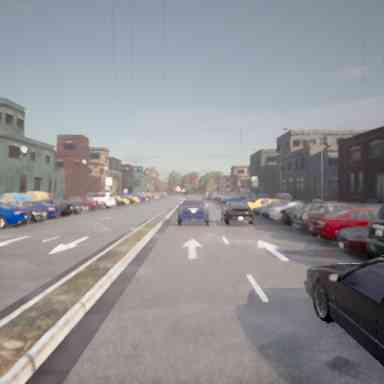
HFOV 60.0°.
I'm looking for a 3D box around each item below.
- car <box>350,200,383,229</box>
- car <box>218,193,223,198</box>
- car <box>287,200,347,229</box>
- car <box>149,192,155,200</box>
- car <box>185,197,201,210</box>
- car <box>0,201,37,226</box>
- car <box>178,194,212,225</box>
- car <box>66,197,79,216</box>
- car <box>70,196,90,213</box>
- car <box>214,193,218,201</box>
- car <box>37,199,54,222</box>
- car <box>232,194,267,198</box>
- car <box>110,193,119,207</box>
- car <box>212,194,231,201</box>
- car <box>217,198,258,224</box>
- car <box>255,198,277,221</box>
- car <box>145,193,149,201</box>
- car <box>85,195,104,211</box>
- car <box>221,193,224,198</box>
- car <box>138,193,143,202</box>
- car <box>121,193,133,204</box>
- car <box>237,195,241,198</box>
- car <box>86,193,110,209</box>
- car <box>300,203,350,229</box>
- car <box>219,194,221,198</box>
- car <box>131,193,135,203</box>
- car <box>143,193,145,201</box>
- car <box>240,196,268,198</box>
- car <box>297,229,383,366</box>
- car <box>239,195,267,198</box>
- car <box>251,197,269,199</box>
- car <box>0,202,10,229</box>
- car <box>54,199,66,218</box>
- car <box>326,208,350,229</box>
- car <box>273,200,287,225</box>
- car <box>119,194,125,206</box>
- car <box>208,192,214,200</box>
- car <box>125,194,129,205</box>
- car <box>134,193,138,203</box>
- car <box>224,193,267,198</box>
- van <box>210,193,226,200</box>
[{"bbox_3d":[7.668,1.184,8.881,5.566,2.045,2.435,0,0,0],"label":"car"},{"bbox_3d":[7.551,1.285,61.273,4.553,1.767,2.185,0,0,0],"label":"car"},{"bbox_3d":[7.608,1.277,17.153,4.553,1.767,2.185,0,0,0],"label":"car"},{"bbox_3d":[-12.689,1.411,84.476,4.892,1.521,2.231,0,0,0],"label":"car"},{"bbox_3d":[0.083,1.367,41.097,1.882,1.535,5.008,0,0,0],"label":"car"},{"bbox_3d":[-12.738,1.399,20.561,5.008,1.535,2.097,0,0,0],"label":"car"},{"bbox_3d":[0.099,1.256,23.526,2.097,1.767,4.553,0,0,0],"label":"car"},{"bbox_3d":[-12.757,1.412,28.774,4.792,1.488,2.163,0,0,0],"label":"car"},{"bbox_3d":[-12.730,1.379,31.553,4.892,1.521,2.231,0,0,0],"label":"car"},{"bbox_3d":[7.548,1.166,64.031,5.566,2.045,2.435,0,0,0],"label":"car"},{"bbox_3d":[-12.744,1.393,23.341,4.892,1.521,2.231,0,0,0],"label":"car"},{"bbox_3d":[7.812,1.365,39.217,5.366,1.575,1.946,0,0,0],"label":"car"},{"bbox_3d":[-12.730,1.120,42.792,5.566,2.045,2.435,0,0,0],"label":"car"},{"bbox_3d":[7.563,1.320,85.971,4.553,1.767,2.185,0,0,0],"label":"car"},{"bbox_3d":[3.098,1.410,23.479,1.837,1.490,4.892,0,0,0],"label":"car"},{"bbox_3d":[7.609,1.410,25.426,4.792,1.488,2.163,0,0,0],"label":"car"},{"bbox_3d":[-12.650,1.149,70.578,5.566,2.045,2.435,0,0,0],"label":"car"},{"bbox_3d":[-12.710,1.413,37.110,4.674,1.452,2.002,0,0,0],"label":"car"},{"bbox_3d":[7.593,1.388,53.000,5.008,1.535,2.097,0,0,0],"label":"car"},{"bbox_3d":[-12.677,1.394,65.019,5.008,1.535,2.097,0,0,0],"label":"car"},{"bbox_3d":[-12.867,1.377,53.910,5.366,1.575,1.946,0,0,0],"label":"car"},{"bbox_3d":[7.661,1.398,36.458,4.792,1.488,2.163,0,0,0],"label":"car"},{"bbox_3d":[-12.740,1.246,39.980,4.553,1.767,2.185,0,0,0],"label":"car"},{"bbox_3d":[7.634,1.412,14.396,5.008,1.535,2.097,0,0,0],"label":"car"},{"bbox_3d":[7.585,1.444,58.645,4.674,1.452,2.002,0,0,0],"label":"car"},{"bbox_3d":[-12.705,1.413,56.688,4.792,1.488,2.163,0,0,0],"label":"car"},{"bbox_3d":[-12.668,1.399,67.799,4.892,1.521,2.231,0,0,0],"label":"car"},{"bbox_3d":[7.453,1.369,30.939,5.366,1.575,1.946,0,0,0],"label":"car"},{"bbox_3d":[3.100,1.526,4.074,2.033,1.411,5.357,0,0,0],"label":"car"},{"bbox_3d":[7.823,1.366,33.702,5.366,1.575,1.946,0,0,0],"label":"car"},{"bbox_3d":[7.609,1.405,28.181,4.792,1.488,2.163,0,0,0],"label":"car"},{"bbox_3d":[-12.778,1.436,17.657,4.792,1.488,2.163,0,0,0],"label":"car"},{"bbox_3d":[-12.731,1.427,25.995,4.674,1.452,2.002,0,0,0],"label":"car"},{"bbox_3d":[7.610,1.452,11.640,4.792,1.488,2.163,0,0,0],"label":"car"},{"bbox_3d":[7.668,1.423,19.910,4.792,1.488,2.163,0,0,0],"label":"car"},{"bbox_3d":[-12.663,1.403,48.353,4.792,1.488,2.163,0,0,0],"label":"car"},{"bbox_3d":[7.566,1.194,83.335,5.566,2.045,2.435,0,0,0],"label":"car"},{"bbox_3d":[-12.657,1.406,51.130,4.792,1.488,2.163,0,0,0],"label":"car"},{"bbox_3d":[-12.677,1.387,59.343,5.008,1.535,2.097,0,0,0],"label":"car"},{"bbox_3d":[7.587,1.121,44.729,5.566,2.045,2.435,0,0,0],"label":"car"},{"bbox_3d":[7.399,1.217,94.368,4.442,1.987,1.878,0,0,0],"label":"van"}]
